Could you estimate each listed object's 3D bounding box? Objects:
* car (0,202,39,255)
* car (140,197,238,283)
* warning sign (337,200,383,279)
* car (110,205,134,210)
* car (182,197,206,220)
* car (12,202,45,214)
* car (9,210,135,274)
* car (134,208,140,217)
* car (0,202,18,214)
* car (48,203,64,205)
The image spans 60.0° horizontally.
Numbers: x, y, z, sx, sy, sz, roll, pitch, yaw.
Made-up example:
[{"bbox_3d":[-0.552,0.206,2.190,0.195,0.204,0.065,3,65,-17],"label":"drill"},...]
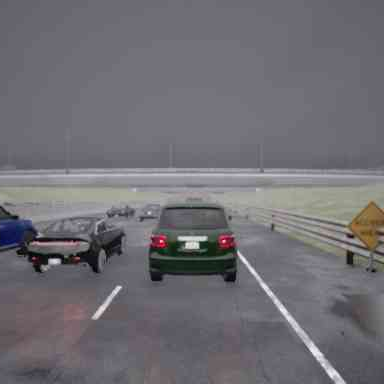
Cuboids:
[{"bbox_3d":[-6.924,1.268,10.206,2.150,2.045,5.566,0,0,0],"label":"car"},{"bbox_3d":[0.062,1.269,9.987,2.150,2.045,5.566,0,0,1],"label":"car"},{"bbox_3d":[4.554,1.149,8.439,1.300,1.860,1.060,0,0,0],"label":"warning sign"},{"bbox_3d":[-6.768,1.891,32.366,1.895,1.301,4.718,0,-1,1],"label":"car"},{"bbox_3d":[0.245,1.522,32.911,2.150,2.045,5.566,0,-1,1],"label":"car"},{"bbox_3d":[-20.663,2.020,42.237,1.994,1.385,4.181,0,-1,2],"label":"car"},{"bbox_3d":[-3.426,1.542,10.756,2.128,1.511,4.902,0,0,0],"label":"car"},{"bbox_3d":[-3.334,1.788,28.980,2.033,1.411,5.357,0,-1,1],"label":"car"},{"bbox_3d":[-24.180,1.974,41.876,1.812,1.442,4.674,0,-1,2],"label":"car"},{"bbox_3d":[-17.167,2.019,42.086,1.994,1.385,4.181,0,-1,2],"label":"car"}]
